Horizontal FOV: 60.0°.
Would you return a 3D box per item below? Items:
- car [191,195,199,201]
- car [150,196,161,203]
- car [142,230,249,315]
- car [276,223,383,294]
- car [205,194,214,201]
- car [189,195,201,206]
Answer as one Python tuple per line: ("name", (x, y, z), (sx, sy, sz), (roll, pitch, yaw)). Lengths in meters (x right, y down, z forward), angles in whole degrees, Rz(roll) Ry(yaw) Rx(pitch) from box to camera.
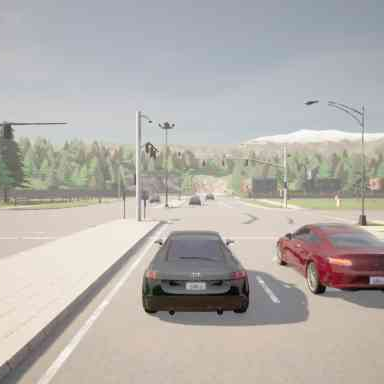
("car", (0.856, 1.428, 82.108), (1.895, 1.301, 4.718), (0, 0, 1))
("car", (-7.347, 1.547, 67.837), (2.033, 1.411, 5.357), (0, 0, 1))
("car", (0.058, 1.564, 7.649), (1.994, 1.385, 4.181), (0, 0, 0))
("car", (3.556, 1.526, 8.651), (1.812, 1.442, 4.674), (0, 0, 0))
("car", (4.355, 1.188, 82.002), (2.097, 1.767, 4.553), (0, 0, 1))
("car", (0.505, 1.563, 56.652), (1.994, 1.385, 4.181), (0, 0, 1))
